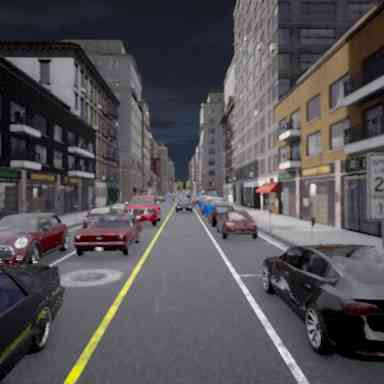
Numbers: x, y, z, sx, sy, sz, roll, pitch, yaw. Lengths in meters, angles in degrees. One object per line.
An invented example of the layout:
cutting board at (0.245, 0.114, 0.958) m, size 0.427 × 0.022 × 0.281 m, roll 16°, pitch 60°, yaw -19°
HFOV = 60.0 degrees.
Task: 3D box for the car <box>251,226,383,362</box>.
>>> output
car at (2.513, 1.548, 5.910) m, size 1.947 × 1.339 × 4.313 m, roll 0°, pitch 0°, yaw -2°

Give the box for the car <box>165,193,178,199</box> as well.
car at (-4.586, 1.013, 68.835) m, size 2.150 × 2.045 × 5.566 m, roll 0°, pitch 0°, yaw -2°

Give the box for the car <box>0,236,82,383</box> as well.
car at (-2.926, 1.564, 3.374) m, size 2.033 × 1.411 × 5.357 m, roll 0°, pitch 0°, yaw -3°

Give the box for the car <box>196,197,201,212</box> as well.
car at (1.766, 1.537, 33.455) m, size 2.008 × 1.369 × 4.403 m, roll 0°, pitch 0°, yaw -2°

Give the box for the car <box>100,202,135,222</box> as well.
car at (-6.107, 1.584, 27.728) m, size 2.008 × 1.369 × 4.403 m, roll 0°, pitch 0°, yaw -2°

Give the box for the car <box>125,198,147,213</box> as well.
car at (-6.406, 1.481, 38.746) m, size 1.967 × 1.590 × 4.097 m, roll 0°, pitch 0°, yaw -2°

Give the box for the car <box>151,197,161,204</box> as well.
car at (-7.152, 1.651, 66.290) m, size 1.802 × 1.307 × 4.206 m, roll 0°, pitch 0°, yaw -2°

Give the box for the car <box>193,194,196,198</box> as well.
car at (1.168, 1.447, 55.490) m, size 1.967 × 1.590 × 4.097 m, roll 0°, pitch 0°, yaw -2°

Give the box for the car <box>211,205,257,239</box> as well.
car at (2.214, 1.562, 16.929) m, size 1.802 × 1.307 × 4.206 m, roll 0°, pitch 0°, yaw -2°

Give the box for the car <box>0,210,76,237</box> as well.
car at (-5.659, 1.471, 11.202) m, size 1.967 × 1.590 × 4.097 m, roll 0°, pitch 0°, yaw -2°

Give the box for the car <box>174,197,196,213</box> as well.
car at (-0.871, 1.606, 37.222) m, size 1.895 × 1.301 × 4.718 m, roll 0°, pitch 0°, yaw -2°

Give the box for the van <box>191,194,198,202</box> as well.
van at (0.570, 1.370, 77.526) m, size 1.690 × 1.788 × 3.998 m, roll 0°, pitch 0°, yaw -2°

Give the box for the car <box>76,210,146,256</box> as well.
car at (-3.181, 1.616, 13.412) m, size 1.895 × 1.301 × 4.718 m, roll 0°, pitch 0°, yaw -1°

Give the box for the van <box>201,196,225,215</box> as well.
van at (1.914, 1.324, 27.946) m, size 1.690 × 1.788 × 3.998 m, roll 0°, pitch 0°, yaw -2°

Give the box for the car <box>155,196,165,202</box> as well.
car at (-7.451, 1.624, 77.309) m, size 1.887 × 1.381 × 4.507 m, roll 0°, pitch 0°, yaw -2°

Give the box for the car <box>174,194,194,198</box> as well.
car at (-1.177, 1.509, 48.424) m, size 2.128 × 1.511 × 4.902 m, roll 0°, pitch 0°, yaw -2°

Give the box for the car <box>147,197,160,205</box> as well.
car at (-7.003, 1.608, 60.781) m, size 1.887 × 1.381 × 4.507 m, roll 0°, pitch 0°, yaw -2°

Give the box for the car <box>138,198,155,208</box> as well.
car at (-6.704, 1.603, 49.763) m, size 2.008 × 1.369 × 4.403 m, roll 0°, pitch 0°, yaw -2°

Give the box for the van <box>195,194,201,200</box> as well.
van at (1.615, 1.332, 38.963) m, size 1.690 × 1.788 × 3.998 m, roll 0°, pitch 0°, yaw -2°

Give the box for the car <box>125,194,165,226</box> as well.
car at (-3.442, 1.237, 23.961) m, size 2.150 × 2.045 × 5.566 m, roll 0°, pitch 0°, yaw -1°

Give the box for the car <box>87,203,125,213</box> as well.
car at (-5.957, 1.613, 22.220) m, size 1.802 × 1.307 × 4.206 m, roll 0°, pitch 0°, yaw -2°

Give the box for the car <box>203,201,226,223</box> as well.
car at (2.064, 1.547, 22.438) m, size 1.947 × 1.339 × 4.313 m, roll 0°, pitch 0°, yaw -2°
